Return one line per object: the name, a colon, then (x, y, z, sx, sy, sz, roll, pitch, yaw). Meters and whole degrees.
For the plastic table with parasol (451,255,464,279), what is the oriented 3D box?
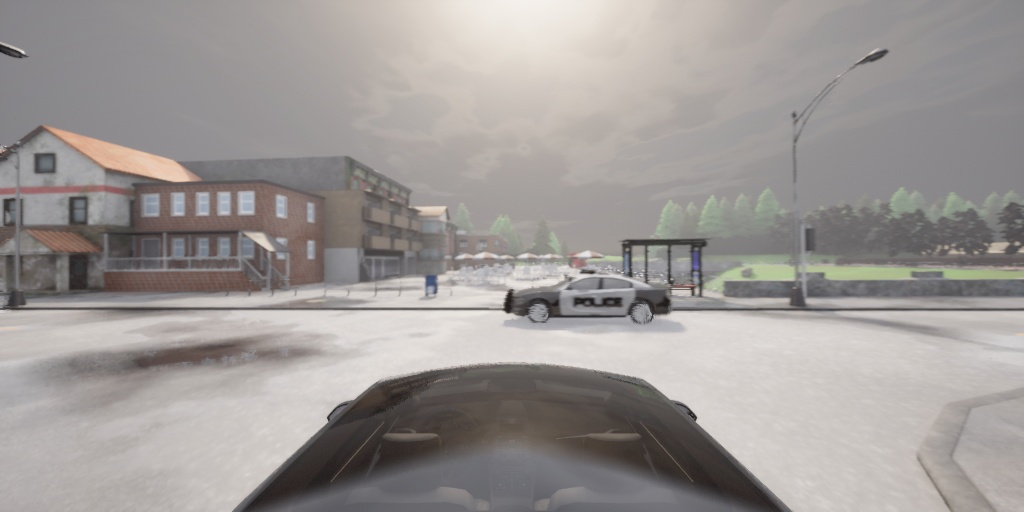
plastic table with parasol: (-4.416, 1.030, 34.741, 2.482, 2.480, 2.482, 0, 0, 4)

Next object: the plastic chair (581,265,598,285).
plastic chair: (5.458, 1.446, 25.343, 0.750, 1.272, 0.730, 0, 0, 4)

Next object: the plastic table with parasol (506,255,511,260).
plastic table with parasol: (-0.764, 1.131, 49.423, 2.482, 2.480, 2.482, 0, 0, 4)

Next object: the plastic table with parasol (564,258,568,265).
plastic table with parasol: (5.993, 1.061, 49.262, 2.482, 2.480, 2.482, 0, 0, 4)

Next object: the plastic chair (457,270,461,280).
plastic chair: (-4.434, 1.623, 33.561, 0.750, 1.272, 0.730, 0, 0, 4)

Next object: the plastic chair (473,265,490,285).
plastic chair: (-2.257, 1.537, 26.741, 0.750, 1.272, 0.730, 0, 0, 4)

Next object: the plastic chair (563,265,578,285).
plastic chair: (4.362, 1.470, 26.732, 0.730, 1.272, 0.750, 0, 0, 4)

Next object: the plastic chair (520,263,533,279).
plastic chair: (1.373, 1.564, 33.481, 0.750, 1.272, 0.730, 0, 0, 4)

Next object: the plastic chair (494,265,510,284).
plastic chair: (-0.776, 1.531, 27.730, 0.730, 1.272, 0.750, 0, 0, 4)

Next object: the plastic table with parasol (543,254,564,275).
plastic table with parasol: (4.465, 1.009, 42.079, 2.482, 2.480, 2.482, 0, 0, 4)

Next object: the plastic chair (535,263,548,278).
plastic chair: (2.854, 1.558, 34.470, 0.730, 1.272, 0.750, 0, 0, 4)

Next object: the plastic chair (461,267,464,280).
plastic chair: (-3.353, 1.561, 28.130, 0.730, 1.272, 0.750, 0, 0, 4)

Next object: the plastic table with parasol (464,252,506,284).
plastic table with parasol: (-2.043, 0.942, 27.948, 2.482, 2.480, 2.482, 0, 0, 4)

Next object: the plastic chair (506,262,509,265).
plastic chair: (-0.791, 1.724, 48.280, 0.750, 1.272, 0.730, 0, 0, 4)

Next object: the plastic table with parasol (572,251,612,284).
plastic table with parasol: (5.695, 0.851, 26.598, 2.482, 2.480, 2.482, 0, 0, 4)

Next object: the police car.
police car: (2.371, 1.245, 11.647, 5.238, 1.638, 1.930, -1, -1, 4)

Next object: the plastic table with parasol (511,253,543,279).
plastic table with parasol: (1.516, 0.969, 34.674, 2.482, 2.480, 2.482, 0, 0, 4)

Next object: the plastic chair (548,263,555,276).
plastic chair: (4.258, 1.604, 40.913, 0.750, 1.272, 0.730, 0, 0, 4)
